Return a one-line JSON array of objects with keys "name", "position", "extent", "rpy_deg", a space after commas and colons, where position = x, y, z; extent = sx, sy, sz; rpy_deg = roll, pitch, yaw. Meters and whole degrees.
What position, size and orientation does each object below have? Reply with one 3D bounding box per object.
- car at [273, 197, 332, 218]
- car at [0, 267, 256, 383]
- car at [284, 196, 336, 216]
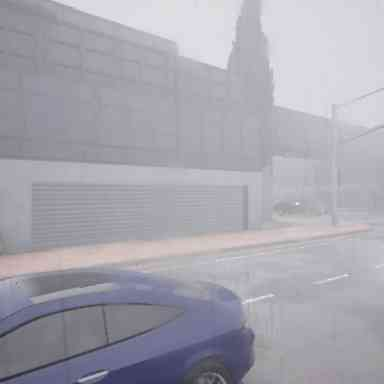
[{"name": "car", "position": [9.700, 1.492, 30.366], "extent": [2.128, 1.511, 4.902], "rpy_deg": [0, 0, -37]}, {"name": "car", "position": [-1.442, 1.526, 2.986], "extent": [4.674, 1.442, 1.812], "rpy_deg": [0, 0, -35]}, {"name": "car", "position": [11.789, 1.352, 33.423], "extent": [2.097, 1.767, 4.553], "rpy_deg": [0, 0, -37]}]
